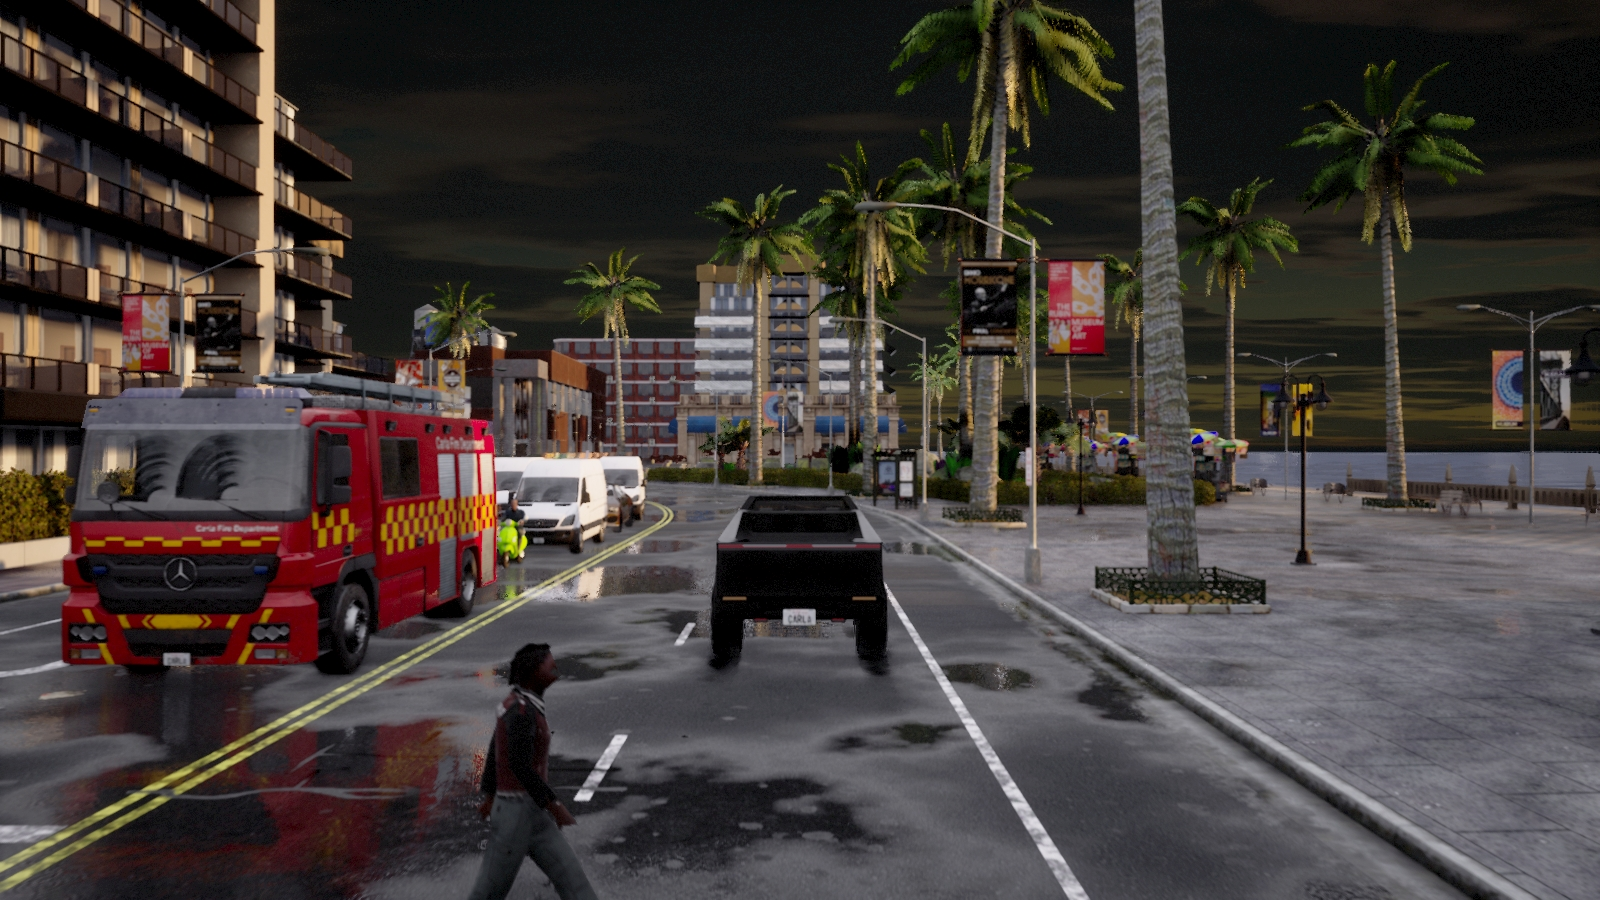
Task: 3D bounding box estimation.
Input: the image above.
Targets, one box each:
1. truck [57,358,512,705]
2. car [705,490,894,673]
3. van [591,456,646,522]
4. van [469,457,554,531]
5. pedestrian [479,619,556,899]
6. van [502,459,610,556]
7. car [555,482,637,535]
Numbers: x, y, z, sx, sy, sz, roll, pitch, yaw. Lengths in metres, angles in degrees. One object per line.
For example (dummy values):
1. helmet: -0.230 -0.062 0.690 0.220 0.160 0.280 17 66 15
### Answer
1. truck: -6.757 0.903 16.836 2.891 3.827 8.468 0 0 0
2. car: -0.009 1.766 17.560 2.390 2.098 6.274 0 0 0
3. van: -7.566 1.568 48.009 1.988 2.561 5.915 0 0 -6
4. van: -10.743 1.565 42.936 1.988 2.561 5.915 0 0 -3
5. pedestrian: -1.489 1.854 6.049 0.375 1.860 0.375 0 0 -10
6. van: -7.056 1.558 33.662 1.988 2.561 5.915 0 0 -1
7. car: -7.186 2.021 40.699 2.152 1.651 5.027 0 0 -2
